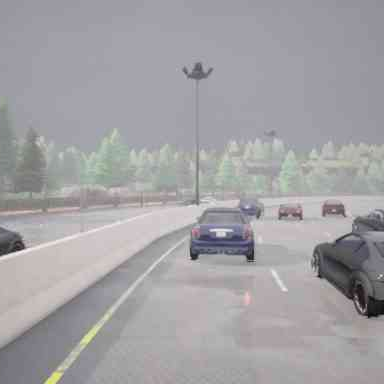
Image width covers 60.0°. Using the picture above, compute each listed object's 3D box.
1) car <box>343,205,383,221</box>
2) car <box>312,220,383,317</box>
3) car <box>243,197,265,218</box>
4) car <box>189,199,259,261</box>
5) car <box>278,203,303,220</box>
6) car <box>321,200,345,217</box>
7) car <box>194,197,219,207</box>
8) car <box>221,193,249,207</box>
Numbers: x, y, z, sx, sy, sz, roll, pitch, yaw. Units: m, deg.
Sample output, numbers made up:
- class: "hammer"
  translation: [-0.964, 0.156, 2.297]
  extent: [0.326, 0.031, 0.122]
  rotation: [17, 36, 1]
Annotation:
- class: "car"
  translation: [8.590, 1.486, 14.604]
  extent: [2.128, 1.511, 4.902]
  rotation: [0, 0, 10]
- class: "car"
  translation: [4.101, 1.560, 7.350]
  extent: [1.994, 1.385, 4.181]
  rotation: [0, 0, 5]
- class: "car"
  translation: [5.244, 1.307, 29.581]
  extent: [2.097, 1.767, 4.553]
  rotation: [0, 0, 18]
- class: "car"
  translation: [1.183, 1.330, 12.427]
  extent: [2.097, 1.767, 4.553]
  rotation: [0, 0, 7]
- class: "car"
  translation: [8.458, 1.567, 28.377]
  extent: [1.895, 1.301, 4.718]
  rotation: [0, 0, 18]
- class: "car"
  translation: [13.271, 1.451, 31.309]
  extent: [1.882, 1.535, 5.008]
  rotation: [0, 0, 21]
- class: "car"
  translation: [2.194, 1.434, 49.412]
  extent: [1.812, 1.442, 4.674]
  rotation: [0, 0, 29]
- class: "car"
  translation: [6.539, 1.143, 50.036]
  extent: [2.150, 2.045, 5.566]
  rotation: [0, 0, 30]
